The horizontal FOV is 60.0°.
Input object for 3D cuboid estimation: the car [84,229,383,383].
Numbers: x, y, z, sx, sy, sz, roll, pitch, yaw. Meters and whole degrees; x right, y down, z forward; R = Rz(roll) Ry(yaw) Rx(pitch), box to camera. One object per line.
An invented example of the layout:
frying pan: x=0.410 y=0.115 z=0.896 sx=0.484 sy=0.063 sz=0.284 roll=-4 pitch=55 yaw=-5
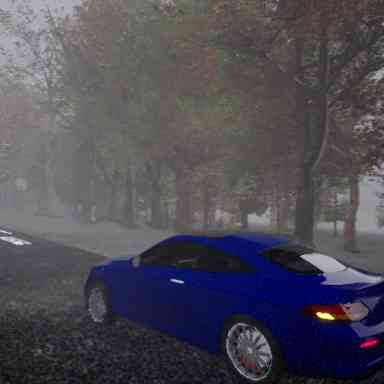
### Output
car: x=0.249 y=1.260 z=4.730 sx=4.674 sy=1.442 sz=1.812 roll=-3 pitch=-3 yaw=45
